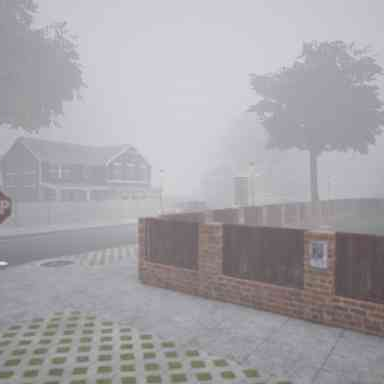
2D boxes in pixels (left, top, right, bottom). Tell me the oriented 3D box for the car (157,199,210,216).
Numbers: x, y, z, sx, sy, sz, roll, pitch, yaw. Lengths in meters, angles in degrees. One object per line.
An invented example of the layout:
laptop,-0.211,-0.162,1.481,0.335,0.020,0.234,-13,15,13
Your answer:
car,-0.553,1.397,24.397,2.097,1.767,4.553,0,0,35

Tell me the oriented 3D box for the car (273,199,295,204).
car,11.584,1.568,41.483,1.882,1.535,5.008,0,-1,36
